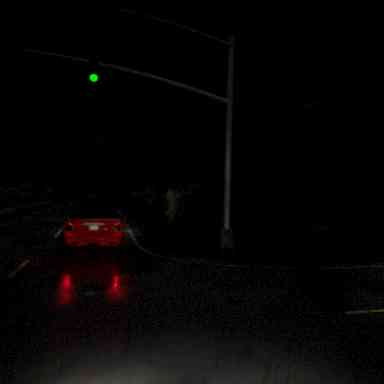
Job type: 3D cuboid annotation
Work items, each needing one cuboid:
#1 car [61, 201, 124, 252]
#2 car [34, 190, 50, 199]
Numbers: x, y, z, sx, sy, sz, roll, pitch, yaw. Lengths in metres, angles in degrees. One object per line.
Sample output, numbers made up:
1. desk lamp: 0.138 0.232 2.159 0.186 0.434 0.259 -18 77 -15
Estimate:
1. car: -3.835 1.211 13.290 2.097 1.767 4.553 2 0 -14
2. car: -25.555 0.475 54.049 4.553 1.767 2.097 2 0 10
